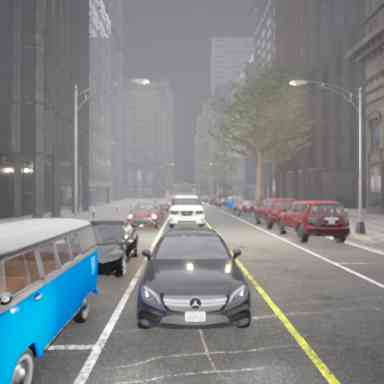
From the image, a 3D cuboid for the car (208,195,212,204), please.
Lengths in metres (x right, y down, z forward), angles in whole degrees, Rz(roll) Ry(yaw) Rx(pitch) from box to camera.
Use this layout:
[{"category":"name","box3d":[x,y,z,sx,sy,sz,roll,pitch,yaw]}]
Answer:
[{"category":"car","box3d":[4.330,1.410,61.160,2.192,1.841,5.009,0,0,-2]}]

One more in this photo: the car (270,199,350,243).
[{"category":"car","box3d":[5.674,1.323,16.064,2.192,1.841,5.009,0,0,-2]}]

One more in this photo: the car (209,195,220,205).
[{"category":"car","box3d":[4.498,1.642,55.521,1.947,1.339,4.313,0,0,-2]}]

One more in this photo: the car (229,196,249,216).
[{"category":"car","box3d":[5.171,1.470,32.974,1.967,1.590,4.097,0,0,-2]}]

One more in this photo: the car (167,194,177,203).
[{"category":"car","box3d":[-4.695,1.470,77.823,2.192,1.841,5.009,0,0,-2]}]

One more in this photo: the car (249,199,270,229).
[{"category":"car","box3d":[5.506,1.330,21.700,2.192,1.841,5.009,0,0,-2]}]

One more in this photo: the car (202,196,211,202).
[{"category":"car","box3d":[3.654,1.701,83.878,1.752,1.417,4.829,0,0,-2]}]

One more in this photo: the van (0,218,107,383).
[{"category":"van","box3d":[-2.511,1.342,4.551,1.690,1.788,3.998,0,0,-2]}]

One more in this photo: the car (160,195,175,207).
[{"category":"car","box3d":[-4.024,1.393,55.278,2.192,1.841,5.009,0,0,-2]}]

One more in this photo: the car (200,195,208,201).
[{"category":"car","box3d":[3.323,1.661,94.982,1.967,1.590,4.097,0,0,-2]}]

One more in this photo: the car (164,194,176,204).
[{"category":"car","box3d":[-4.359,1.431,66.551,2.192,1.841,5.009,0,0,-2]}]

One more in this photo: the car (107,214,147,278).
[{"category":"car","box3d":[-2.680,1.569,10.187,1.947,1.339,4.313,0,0,-2]}]

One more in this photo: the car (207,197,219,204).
[{"category":"car","box3d":[4.163,1.659,66.796,1.887,1.381,4.507,0,0,-2]}]

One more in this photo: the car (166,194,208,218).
[{"category":"car","box3d":[-0.371,1.237,22.324,2.150,2.045,5.566,0,0,-2]}]

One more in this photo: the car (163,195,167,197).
[{"category":"car","box3d":[-3.850,1.585,49.472,1.752,1.417,4.829,0,0,-2]}]

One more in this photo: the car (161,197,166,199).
[{"category":"car","box3d":[-3.519,1.621,38.370,1.802,1.307,4.206,0,0,-2]}]

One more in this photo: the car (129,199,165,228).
[{"category":"car","box3d":[-3.016,1.456,21.460,1.967,1.590,4.097,0,0,-2]}]

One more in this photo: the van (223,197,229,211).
[{"category":"van","box3d":[5.003,1.379,38.612,1.690,1.788,3.998,0,0,-2]}]

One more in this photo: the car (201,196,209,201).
[{"category":"car","box3d":[3.491,1.779,89.344,1.802,1.307,4.206,0,0,-2]}]

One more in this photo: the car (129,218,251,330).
[{"category":"car","box3d":[-0.018,1.527,7.093,1.812,1.442,4.674,0,0,-2]}]

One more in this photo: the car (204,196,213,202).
[{"category":"car","box3d":[3.827,1.720,78.070,1.947,1.339,4.313,0,0,-2]}]

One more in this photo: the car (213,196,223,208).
[{"category":"car","box3d":[4.666,1.641,49.886,1.802,1.307,4.206,0,0,-2]}]
